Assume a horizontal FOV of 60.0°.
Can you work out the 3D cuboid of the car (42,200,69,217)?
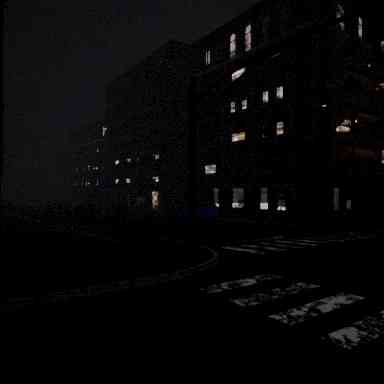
[{"bbox_3d":[-16.161,2.094,39.966,1.967,1.590,4.097,-1,0,-36],"label":"car"}]

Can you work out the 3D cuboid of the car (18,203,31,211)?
[{"bbox_3d":[-29.267,2.551,58.129,1.752,1.417,4.829,-1,0,-36],"label":"car"}]

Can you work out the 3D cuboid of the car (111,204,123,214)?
[{"bbox_3d":[-9.417,2.253,44.831,1.947,1.339,4.313,-1,0,-36],"label":"car"}]

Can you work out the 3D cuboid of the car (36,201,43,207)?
[{"bbox_3d":[-39.131,3.097,86.006,1.947,1.339,4.313,-1,0,-36],"label":"car"}]

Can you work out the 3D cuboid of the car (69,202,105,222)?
[{"bbox_3d":[-9.558,1.908,30.816,1.967,1.590,4.097,-1,0,-36],"label":"car"}]

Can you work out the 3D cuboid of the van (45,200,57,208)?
[{"bbox_3d":[-32.534,2.684,76.858,1.690,1.788,3.998,-1,0,-36],"label":"van"}]

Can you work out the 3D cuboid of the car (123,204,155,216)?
[{"bbox_3d":[-6.215,2.122,40.394,1.752,1.417,4.829,-1,0,-36],"label":"car"}]

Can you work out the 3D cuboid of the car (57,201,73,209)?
[{"bbox_3d":[-25.927,2.595,67.707,1.967,1.590,4.097,-1,0,-36],"label":"car"}]

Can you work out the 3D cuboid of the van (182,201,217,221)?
[{"bbox_3d":[0.622,1.750,31.206,1.690,1.788,3.998,-1,0,-36],"label":"van"}]

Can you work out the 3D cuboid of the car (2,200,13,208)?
[{"bbox_3d":[-42.577,2.719,76.568,2.192,1.841,5.009,-1,0,-36],"label":"car"}]

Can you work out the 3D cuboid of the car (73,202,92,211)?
[{"bbox_3d":[-19.422,2.496,58.694,1.752,1.417,4.829,-1,0,-36],"label":"car"}]
